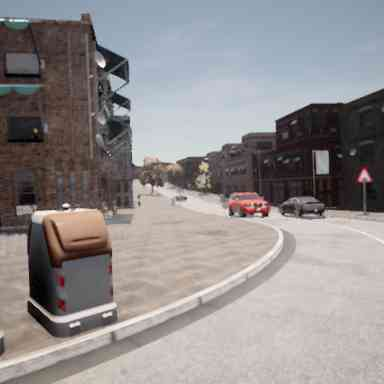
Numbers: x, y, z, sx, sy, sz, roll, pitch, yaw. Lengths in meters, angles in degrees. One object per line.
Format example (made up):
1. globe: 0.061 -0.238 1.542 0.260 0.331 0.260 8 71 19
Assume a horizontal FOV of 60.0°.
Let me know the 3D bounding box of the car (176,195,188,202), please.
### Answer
1. car: -2.029 1.216 68.184 1.895 1.301 4.718 -2 3 -10

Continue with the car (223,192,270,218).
1. car: 4.654 1.060 28.102 2.150 2.045 5.566 -2 -1 -9

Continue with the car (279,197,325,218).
1. car: 8.215 1.132 25.336 2.128 1.511 4.902 -2 -1 -8

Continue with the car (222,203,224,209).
1. car: 5.260 1.556 43.848 1.812 1.442 4.674 -2 0 -10
